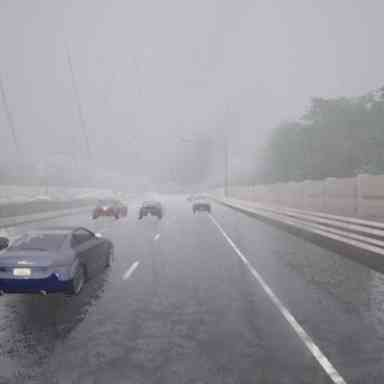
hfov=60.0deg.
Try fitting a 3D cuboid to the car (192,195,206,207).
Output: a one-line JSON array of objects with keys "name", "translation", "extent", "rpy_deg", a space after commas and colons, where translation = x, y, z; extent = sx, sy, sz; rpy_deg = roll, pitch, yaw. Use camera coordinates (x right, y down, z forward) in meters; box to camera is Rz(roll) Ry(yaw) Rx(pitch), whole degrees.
[{"name": "car", "translation": [1.033, 1.345, 52.383], "extent": [2.097, 1.767, 4.553], "rpy_deg": [0, 0, 0]}]

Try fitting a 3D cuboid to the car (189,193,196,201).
[{"name": "car", "translation": [1.035, 1.360, 46.383], "extent": [2.097, 1.767, 4.553], "rpy_deg": [0, 0, 0]}]

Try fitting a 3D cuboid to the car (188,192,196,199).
[{"name": "car", "translation": [-0.027, 0.977, 90.708], "extent": [2.097, 1.767, 4.553], "rpy_deg": [0, 0, 0]}]

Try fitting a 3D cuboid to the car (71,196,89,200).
[{"name": "car", "translation": [-17.571, 1.477, 54.759], "extent": [2.128, 1.511, 4.902], "rpy_deg": [0, 0, 0]}]

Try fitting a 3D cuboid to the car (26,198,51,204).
[{"name": "car", "translation": [-24.565, 1.591, 53.354], "extent": [1.895, 1.301, 4.718], "rpy_deg": [0, 0, 1]}]

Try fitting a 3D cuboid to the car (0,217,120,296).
[{"name": "car", "translation": [-3.403, 1.569, 8.666], "extent": [1.994, 1.385, 4.181], "rpy_deg": [0, 0, 0]}]

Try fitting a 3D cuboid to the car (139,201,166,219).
[{"name": "car", "translation": [-3.409, 1.520, 28.899], "extent": [1.837, 1.490, 4.892], "rpy_deg": [0, 0, 0]}]

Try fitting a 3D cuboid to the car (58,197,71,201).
[{"name": "car", "translation": [-21.063, 1.545, 55.800], "extent": [1.994, 1.385, 4.181], "rpy_deg": [0, 0, 1]}]

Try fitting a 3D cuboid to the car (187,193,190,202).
[{"name": "car", "translation": [-0.021, 1.315, 71.123], "extent": [1.994, 1.385, 4.181], "rpy_deg": [0, 0, 0]}]

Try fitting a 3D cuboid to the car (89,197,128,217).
[{"name": "car", "translation": [-6.909, 1.367, 28.583], "extent": [2.097, 1.767, 4.553], "rpy_deg": [0, 0, 0]}]

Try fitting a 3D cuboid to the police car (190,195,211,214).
[{"name": "police car", "translation": [1.039, 1.444, 36.525], "extent": [1.930, 1.638, 5.238], "rpy_deg": [0, 0, 0]}]
